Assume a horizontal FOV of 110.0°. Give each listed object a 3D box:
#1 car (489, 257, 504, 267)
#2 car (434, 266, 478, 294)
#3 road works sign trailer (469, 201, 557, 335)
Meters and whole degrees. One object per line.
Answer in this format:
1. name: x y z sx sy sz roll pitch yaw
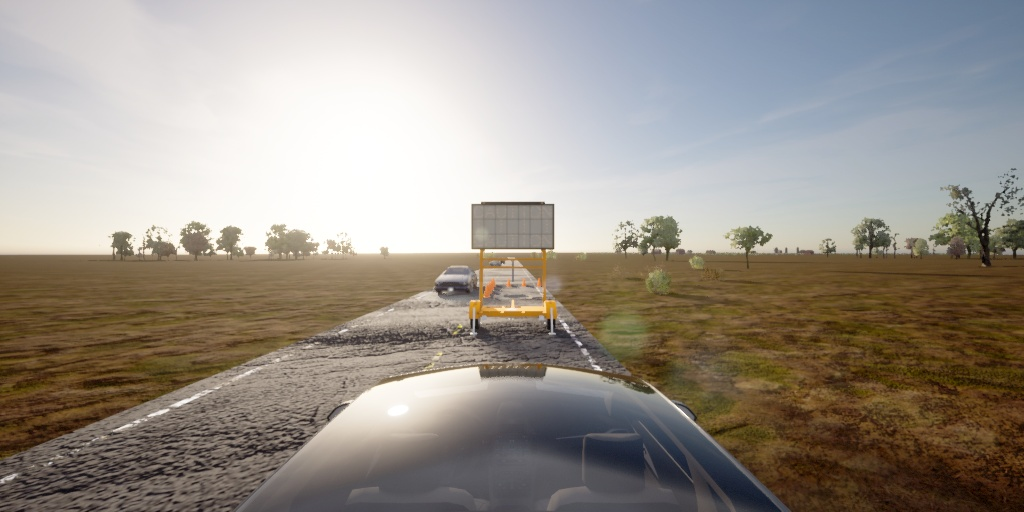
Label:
1. car: -2.909 1.241 61.620 2.128 1.511 4.902 0 0 0
2. car: -3.050 1.297 20.558 2.033 1.411 5.357 0 0 0
3. road works sign trailer: 0.026 0.214 10.518 2.380 3.560 2.880 0 0 0
